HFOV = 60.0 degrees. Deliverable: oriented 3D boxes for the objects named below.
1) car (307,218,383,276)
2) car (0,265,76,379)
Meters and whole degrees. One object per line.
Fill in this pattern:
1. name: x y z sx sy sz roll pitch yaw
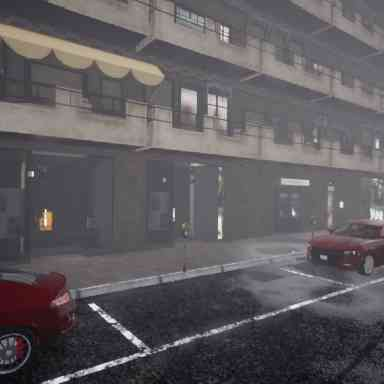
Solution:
1. car: 5.443 1.548 10.405 4.507 1.381 1.887 0 1 -35
2. car: -3.600 1.582 3.978 4.206 1.307 1.802 0 1 -35
